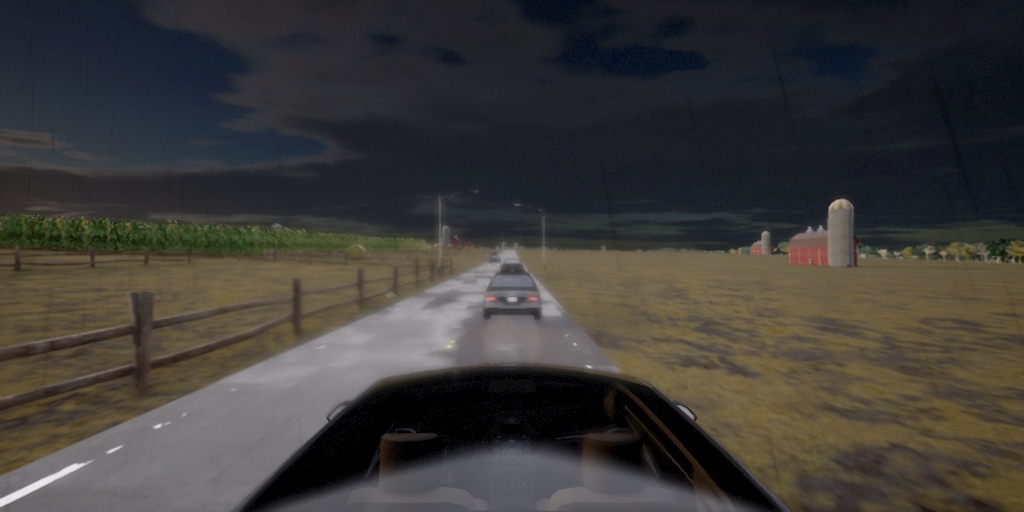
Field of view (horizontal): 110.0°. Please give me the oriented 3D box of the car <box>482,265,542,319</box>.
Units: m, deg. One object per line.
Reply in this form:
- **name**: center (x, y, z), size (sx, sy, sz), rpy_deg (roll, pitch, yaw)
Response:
- **car**: center (0.025, 1.229, 12.435), size (2.033, 1.411, 5.357), rpy_deg (0, 1, 1)

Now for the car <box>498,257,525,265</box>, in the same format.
- **car**: center (0.058, 0.946, 30.794), size (1.882, 1.535, 5.008), rpy_deg (0, 1, 0)

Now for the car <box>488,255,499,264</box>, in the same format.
- **car**: center (-2.797, 0.599, 58.997), size (2.033, 1.411, 5.357), rpy_deg (0, 1, 1)
